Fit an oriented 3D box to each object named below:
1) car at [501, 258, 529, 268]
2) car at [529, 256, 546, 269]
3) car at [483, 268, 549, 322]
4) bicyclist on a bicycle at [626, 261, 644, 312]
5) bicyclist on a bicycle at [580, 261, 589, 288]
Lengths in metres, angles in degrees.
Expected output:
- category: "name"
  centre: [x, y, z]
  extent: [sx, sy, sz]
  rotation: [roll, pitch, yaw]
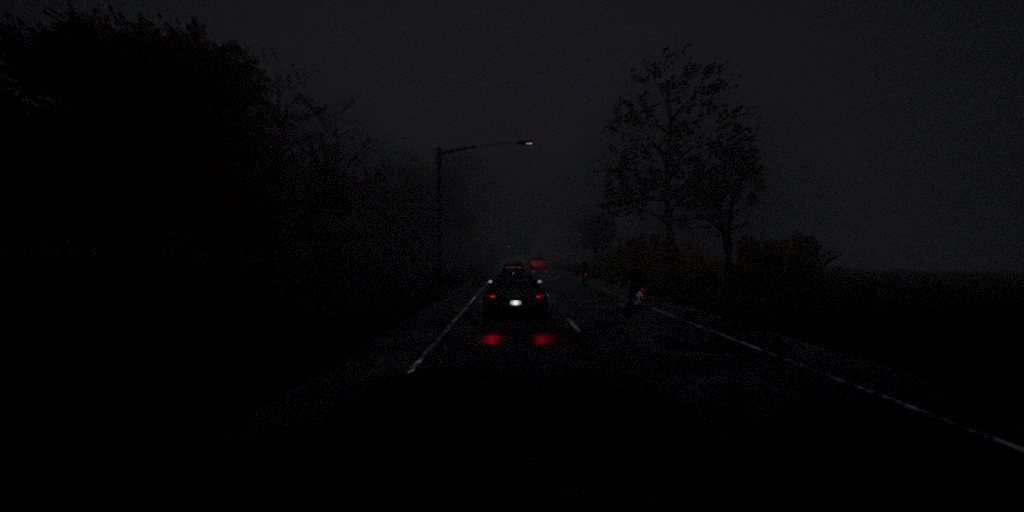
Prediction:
- category: "car"
  centre: [0.115, 1.132, 31.417]
  extent: [2.128, 1.511, 4.902]
  rotation: [0, 0, 0]
- category: "car"
  centre: [3.625, 0.922, 50.372]
  extent: [2.097, 1.767, 4.553]
  rotation: [0, 0, 0]
- category: "car"
  centre: [0.104, 1.275, 12.077]
  extent: [1.994, 1.385, 4.181]
  rotation: [0, 0, 0]
- category: "bicyclist on a bicycle"
  centre: [4.471, 1.078, 13.161]
  extent: [0.659, 1.776, 1.843]
  rotation: [0, 0, 0]
- category: "bicyclist on a bicycle"
  centre: [4.476, 1.128, 21.970]
  extent: [0.582, 1.620, 1.656]
  rotation: [0, 0, 0]
